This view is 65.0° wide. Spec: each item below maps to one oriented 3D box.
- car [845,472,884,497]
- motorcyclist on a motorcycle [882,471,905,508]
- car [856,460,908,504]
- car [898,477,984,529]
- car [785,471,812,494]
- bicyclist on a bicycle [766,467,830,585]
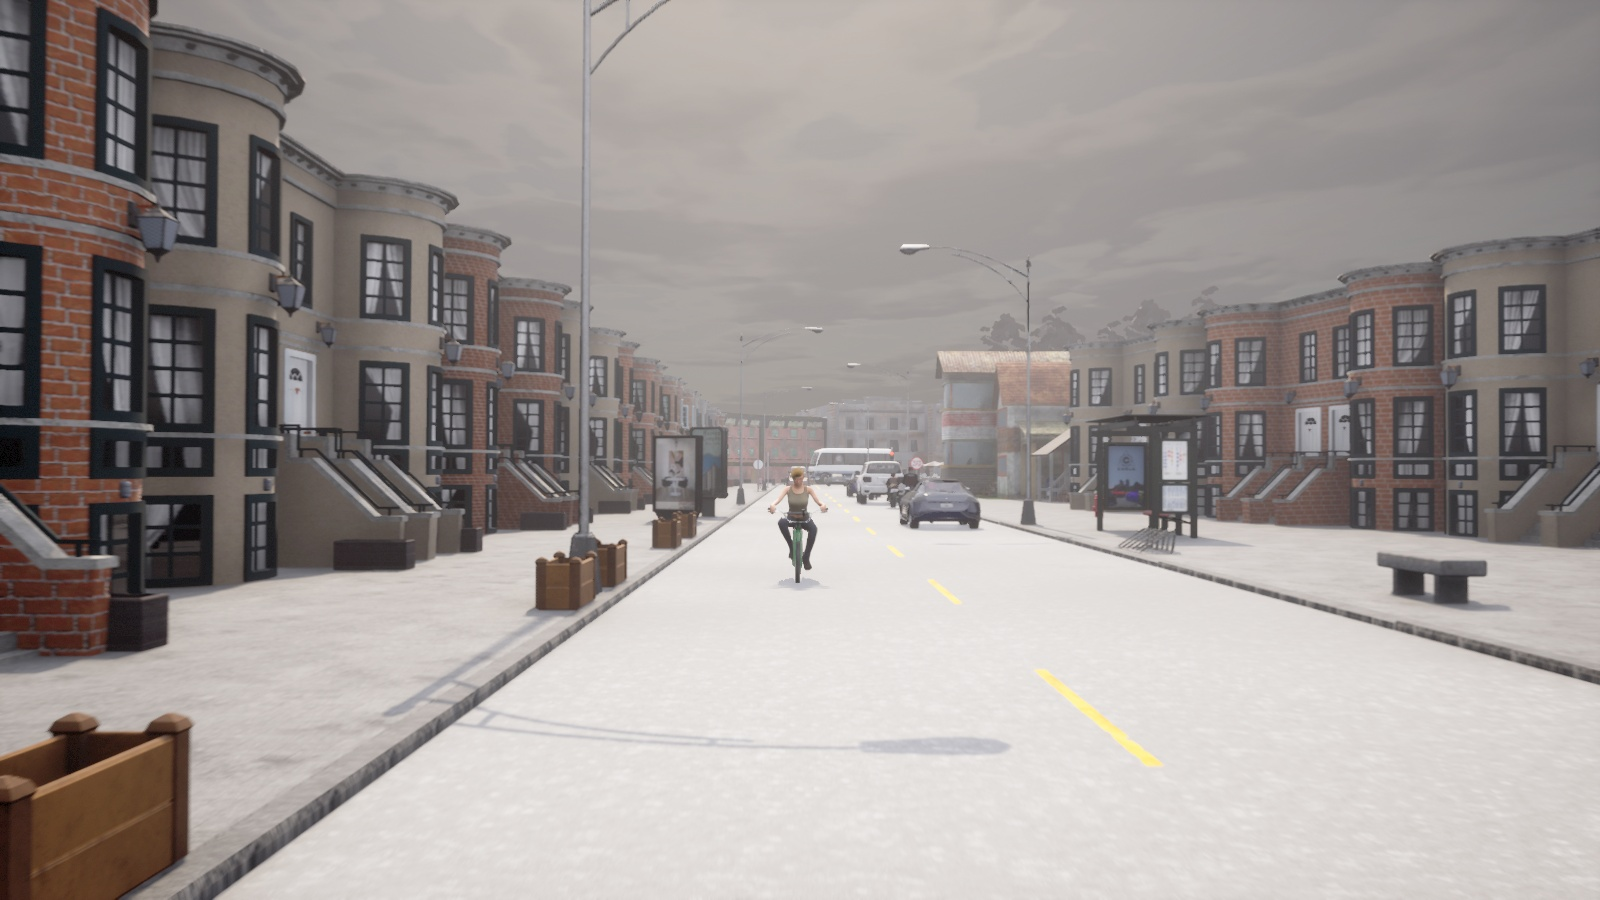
[{"bbox_3d":[3.920,2.094,77.394,2.163,1.488,4.792,0,-1,0],"label":"car"},{"bbox_3d":[3.944,1.671,53.192,0.797,1.523,2.044,0,-1,0],"label":"motorcyclist on a motorcycle"},{"bbox_3d":[3.936,1.544,61.281,2.150,2.045,5.566,0,-1,0],"label":"car"},{"bbox_3d":[3.960,1.464,35.927,1.994,1.385,4.181,0,-1,0],"label":"car"},{"bbox_3d":[-0.093,2.241,86.195,1.789,1.549,3.705,0,-2,0],"label":"car"},{"bbox_3d":[-0.021,1.051,17.905,0.866,1.612,1.509,0,-1,0],"label":"bicyclist on a bicycle"}]
